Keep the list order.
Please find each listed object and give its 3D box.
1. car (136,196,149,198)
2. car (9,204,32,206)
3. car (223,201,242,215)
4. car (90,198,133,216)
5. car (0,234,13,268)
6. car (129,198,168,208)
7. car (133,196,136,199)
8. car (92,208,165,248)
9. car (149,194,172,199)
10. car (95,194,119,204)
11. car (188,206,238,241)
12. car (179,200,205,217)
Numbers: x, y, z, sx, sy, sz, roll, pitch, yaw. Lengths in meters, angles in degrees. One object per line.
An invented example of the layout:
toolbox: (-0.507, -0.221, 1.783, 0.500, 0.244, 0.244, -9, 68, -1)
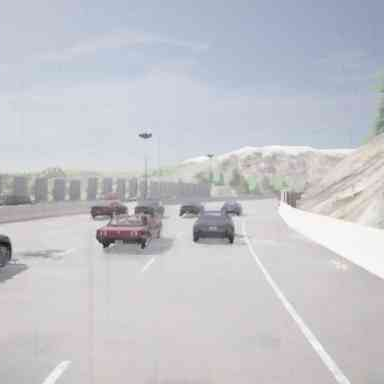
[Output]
car: (-9.459, 1.713, 72.739, 2.033, 1.411, 5.357, 0, 0, 23)
car: (-18.011, 1.267, 32.251, 2.150, 2.045, 5.566, 0, 0, 11)
car: (4.175, 1.676, 34.920, 1.994, 1.385, 4.181, 0, 0, 13)
car: (-7.455, 1.547, 30.446, 1.882, 1.535, 5.008, 0, 0, 10)
car: (-6.567, 1.499, 8.385, 2.128, 1.511, 4.902, 0, 0, 3)
car: (-3.852, 1.584, 30.686, 1.837, 1.490, 4.892, 0, 0, 11)
car: (-12.345, 1.639, 74.880, 1.895, 1.301, 4.718, 0, 0, 23)
car: (-2.586, 1.638, 14.963, 1.895, 1.301, 4.718, 0, 0, 5)
car: (-6.267, 1.409, 71.300, 2.150, 2.045, 5.566, 0, 0, 23)
car: (-17.931, 1.377, 70.516, 2.150, 2.045, 5.566, 0, 0, 21)
car: (1.166, 1.616, 16.971, 1.994, 1.385, 4.181, 0, 0, 6)
car: (0.077, 1.599, 32.521, 1.837, 1.490, 4.892, 0, 0, 11)
